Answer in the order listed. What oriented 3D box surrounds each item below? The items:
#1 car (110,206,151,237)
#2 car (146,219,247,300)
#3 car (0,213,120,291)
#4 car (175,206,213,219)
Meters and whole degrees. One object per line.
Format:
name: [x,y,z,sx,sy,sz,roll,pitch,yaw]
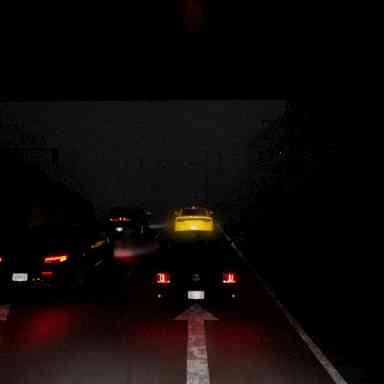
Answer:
car: [-3.414,1.505,18.072,1.837,1.490,4.892,0,0,0]
car: [0.085,1.601,8.322,1.895,1.301,4.718,0,0,0]
car: [-3.418,1.526,8.913,1.812,1.442,4.674,0,0,0]
car: [0.087,1.478,17.665,1.882,1.535,5.008,0,0,0]
